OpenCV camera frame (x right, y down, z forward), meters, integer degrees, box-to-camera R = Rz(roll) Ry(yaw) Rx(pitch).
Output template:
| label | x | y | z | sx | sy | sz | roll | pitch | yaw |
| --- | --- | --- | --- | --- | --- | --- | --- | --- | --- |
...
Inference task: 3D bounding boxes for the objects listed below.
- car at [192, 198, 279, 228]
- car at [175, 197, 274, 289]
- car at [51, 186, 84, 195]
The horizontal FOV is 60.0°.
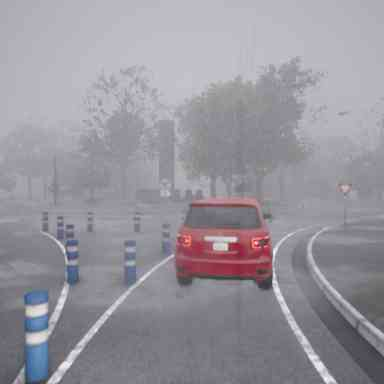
| label | x | y | z | sx | sy | sz | roll | pitch | yaw |
| --- | --- | --- | --- | --- | --- | --- | --- | --- | --- |
| car | 2.638 | 1.219 | 20.473 | 5.008 | 1.535 | 1.882 | 0 | 2 | -16 |
| car | 1.022 | 1.153 | 9.260 | 2.150 | 2.045 | 5.566 | 0 | 1 | 10 |
| car | -21.142 | -0.111 | 56.674 | 2.150 | 2.045 | 5.566 | 1 | 2 | 41 |
